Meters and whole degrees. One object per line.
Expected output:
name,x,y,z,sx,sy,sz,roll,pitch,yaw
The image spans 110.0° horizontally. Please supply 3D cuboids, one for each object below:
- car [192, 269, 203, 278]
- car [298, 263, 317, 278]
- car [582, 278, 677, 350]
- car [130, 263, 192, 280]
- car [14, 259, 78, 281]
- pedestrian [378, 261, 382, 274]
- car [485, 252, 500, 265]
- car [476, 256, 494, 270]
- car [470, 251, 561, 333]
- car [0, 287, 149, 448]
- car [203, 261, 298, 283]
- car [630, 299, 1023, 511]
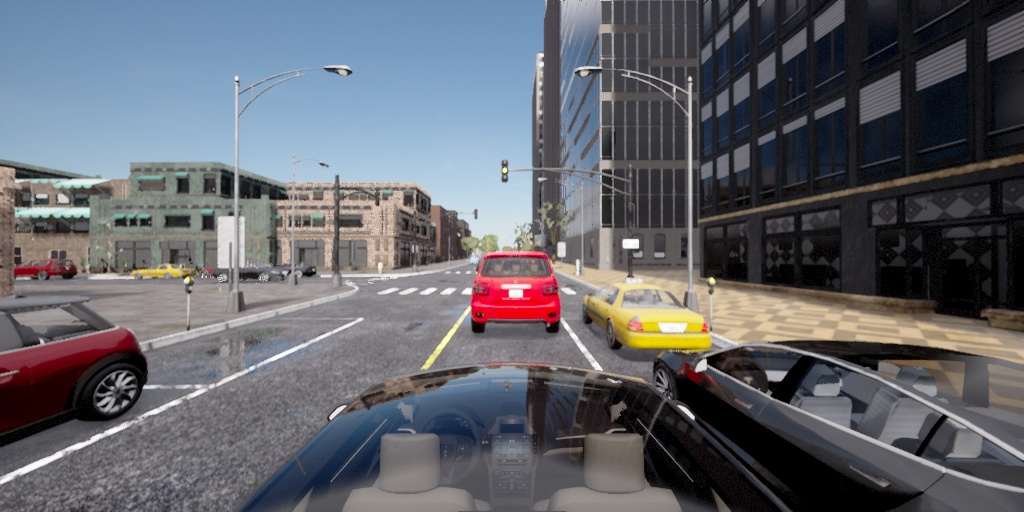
car,-25.020,1.174,31.550,4.097,1.591,1.967,0,0,1
car,-19.473,1.248,31.490,4.313,1.339,1.948,0,0,1
car,2.814,1.206,8.632,1.751,1.417,4.829,0,0,0
car,-30.738,1.312,31.612,4.829,1.417,1.751,0,0,1
car,-41.664,1.206,31.730,5.009,1.841,2.192,0,0,1
pedestrian,-12.611,1.054,34.361,0.375,1.300,0.375,0,0,1
car,-3.176,0.386,59.458,2.150,2.045,5.566,0,0,0
car,-3.176,0.824,43.551,1.837,1.490,4.892,0,2,0
car,0.082,0.882,10.497,2.150,2.045,5.566,0,1,0
car,-5.692,1.178,2.856,1.967,1.591,4.097,0,0,0
car,-18.614,1.134,25.692,4.902,1.511,2.128,-1,0,1
car,2.656,1.304,2.819,1.948,1.339,4.313,0,0,0
